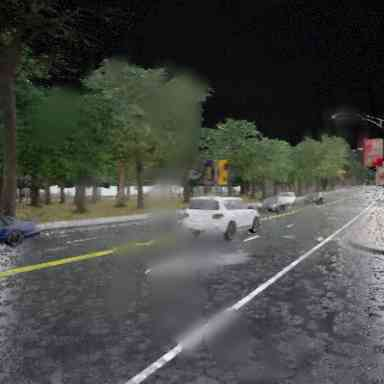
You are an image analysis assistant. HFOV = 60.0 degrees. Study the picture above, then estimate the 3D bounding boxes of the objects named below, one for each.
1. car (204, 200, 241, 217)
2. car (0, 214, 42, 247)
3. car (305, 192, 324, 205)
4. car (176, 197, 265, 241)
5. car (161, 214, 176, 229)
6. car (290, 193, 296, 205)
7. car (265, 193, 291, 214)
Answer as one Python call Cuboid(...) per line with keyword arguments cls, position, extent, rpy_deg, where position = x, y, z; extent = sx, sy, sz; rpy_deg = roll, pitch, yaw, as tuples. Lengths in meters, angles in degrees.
Cuboid(cls="car", position=(3.087, 1.526, 32.588), extent=(1.812, 1.442, 4.674), rpy_deg=(0, 0, 31))
Cuboid(cls="car", position=(-8.679, 1.531, 12.938), extent=(2.033, 1.411, 5.357), rpy_deg=(0, 0, 31))
Cuboid(cls="car", position=(20.084, 1.056, 54.521), extent=(2.150, 2.045, 5.566), rpy_deg=(0, 1, 31))
Cuboid(cls="car", position=(1.719, 1.257, 17.271), extent=(2.150, 2.045, 5.566), rpy_deg=(0, 0, 31))
Cuboid(cls="car", position=(0.032, 1.626, 21.174), extent=(1.895, 1.301, 4.718), rpy_deg=(0, 0, 31))
Cuboid(cls="car", position=(14.462, 1.103, 51.474), extent=(2.150, 2.045, 5.566), rpy_deg=(0, 0, 31))
Cuboid(cls="car", position=(8.681, 1.344, 35.617), extent=(2.097, 1.767, 4.553), rpy_deg=(0, 0, 31))
